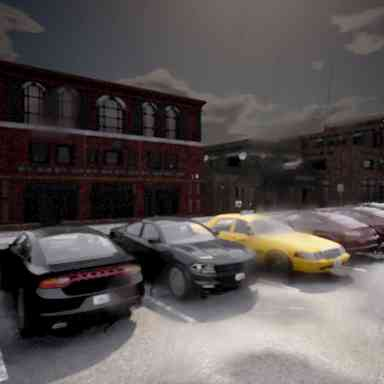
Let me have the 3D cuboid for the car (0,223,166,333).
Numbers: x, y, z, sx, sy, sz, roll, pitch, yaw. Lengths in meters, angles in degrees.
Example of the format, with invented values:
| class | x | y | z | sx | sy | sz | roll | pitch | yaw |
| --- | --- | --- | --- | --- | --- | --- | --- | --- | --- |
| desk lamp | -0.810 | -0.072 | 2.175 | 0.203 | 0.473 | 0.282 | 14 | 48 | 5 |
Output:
| class | x | y | z | sx | sy | sz | roll | pitch | yaw |
| --- | --- | --- | --- | --- | --- | --- | --- | --- | --- |
| car | -2.787 | 1.454 | 6.991 | 2.097 | 1.535 | 5.008 | -1 | 1 | -35 |

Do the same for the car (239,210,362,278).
| class | x | y | z | sx | sy | sz | roll | pitch | yaw |
| --- | --- | --- | --- | --- | --- | --- | --- | --- | --- |
| car | 1.918 | 1.362 | 10.126 | 1.946 | 1.575 | 5.366 | -1 | 1 | -35 |

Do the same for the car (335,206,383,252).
| class | x | y | z | sx | sy | sz | roll | pitch | yaw |
| --- | --- | --- | --- | --- | --- | --- | --- | --- | --- |
| car | 4.112 | 1.361 | 11.916 | 2.002 | 1.452 | 4.674 | -1 | 1 | -35 |

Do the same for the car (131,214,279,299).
| class | x | y | z | sx | sy | sz | roll | pitch | yaw |
| --- | --- | --- | --- | --- | --- | --- | --- | --- | --- |
| car | -0.494 | 1.409 | 8.640 | 2.097 | 1.535 | 5.008 | -1 | 1 | -35 |

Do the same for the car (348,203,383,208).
| class | x | y | z | sx | sy | sz | roll | pitch | yaw |
| --- | --- | --- | --- | --- | --- | --- | --- | --- | --- |
| car | 6.412 | 1.317 | 13.557 | 2.002 | 1.452 | 4.674 | -1 | 1 | -35 |
